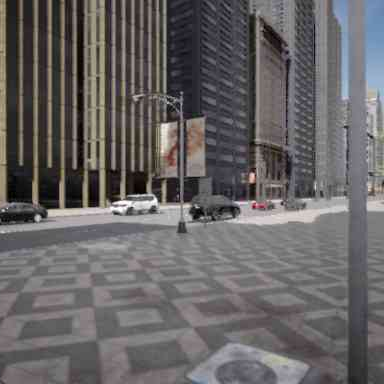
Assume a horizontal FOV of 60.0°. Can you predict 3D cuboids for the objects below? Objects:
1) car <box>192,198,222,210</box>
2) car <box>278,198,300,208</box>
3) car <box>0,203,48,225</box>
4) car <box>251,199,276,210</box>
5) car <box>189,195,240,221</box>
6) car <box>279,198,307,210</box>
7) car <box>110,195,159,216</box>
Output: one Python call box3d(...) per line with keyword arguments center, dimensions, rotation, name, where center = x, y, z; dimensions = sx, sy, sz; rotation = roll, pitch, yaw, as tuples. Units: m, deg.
box3d(center=(2.087, 1.620, 45.141), dimensions=(1.812, 1.442, 4.674), rotation=(0, 0, 36), name="car")
box3d(center=(15.277, 1.637, 52.233), dimensions=(1.812, 1.442, 4.674), rotation=(0, 0, 36), name="car")
box3d(center=(-13.018, 1.565, 24.182), dimensions=(1.837, 1.490, 4.892), rotation=(0, 0, 36), name="car")
box3d(center=(9.526, 1.661, 44.138), dimensions=(1.994, 1.385, 4.181), rotation=(0, 0, 36), name="car")
box3d(center=(1.992, 1.290, 28.018), dimensions=(2.150, 2.045, 5.566), rotation=(0, 0, 36), name="car")
box3d(center=(13.954, 1.592, 44.705), dimensions=(2.128, 1.511, 4.902), rotation=(0, 0, 36), name="car")
box3d(center=(-5.793, 1.295, 34.228), dimensions=(2.150, 2.045, 5.566), rotation=(0, 0, 36), name="car")
